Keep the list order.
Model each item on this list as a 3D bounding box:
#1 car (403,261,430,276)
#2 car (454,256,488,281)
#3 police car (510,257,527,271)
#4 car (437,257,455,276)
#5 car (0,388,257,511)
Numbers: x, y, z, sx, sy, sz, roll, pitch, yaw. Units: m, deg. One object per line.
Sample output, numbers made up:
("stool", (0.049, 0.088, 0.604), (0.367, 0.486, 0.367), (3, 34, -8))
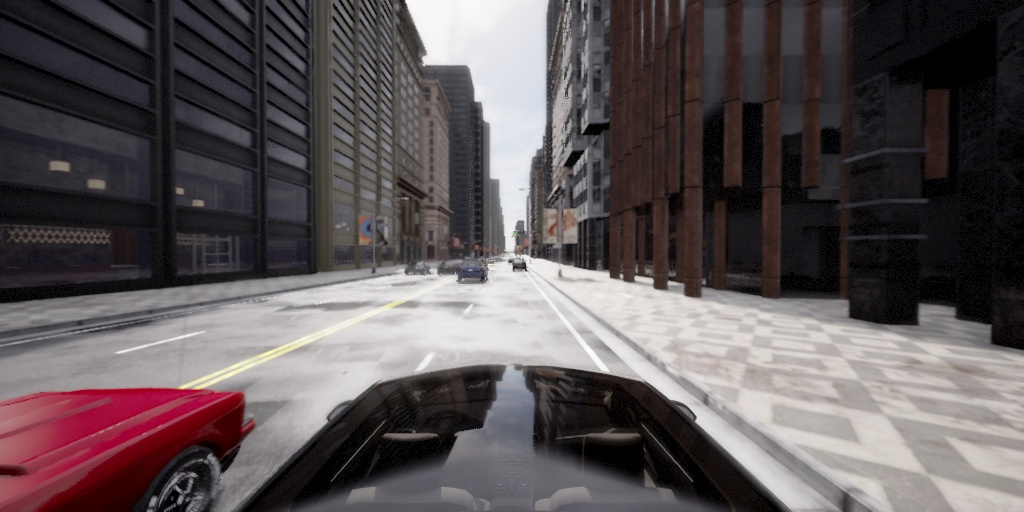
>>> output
("car", (-9.824, 1.246, 37.617), (1.812, 1.442, 4.674), (0, 0, 0))
("car", (-3.140, 1.081, 29.409), (2.097, 1.767, 4.553), (0, 0, 0))
("police car", (0.993, 1.135, 46.886), (1.930, 1.638, 5.238), (0, 0, 0))
("car", (-6.573, 1.198, 37.628), (1.882, 1.535, 5.008), (0, 0, 0))
("car", (-3.150, 1.351, 0.944), (1.895, 1.301, 4.718), (0, 0, 0))
